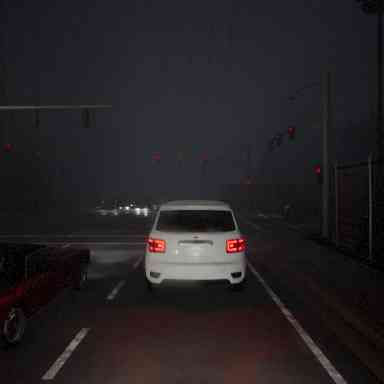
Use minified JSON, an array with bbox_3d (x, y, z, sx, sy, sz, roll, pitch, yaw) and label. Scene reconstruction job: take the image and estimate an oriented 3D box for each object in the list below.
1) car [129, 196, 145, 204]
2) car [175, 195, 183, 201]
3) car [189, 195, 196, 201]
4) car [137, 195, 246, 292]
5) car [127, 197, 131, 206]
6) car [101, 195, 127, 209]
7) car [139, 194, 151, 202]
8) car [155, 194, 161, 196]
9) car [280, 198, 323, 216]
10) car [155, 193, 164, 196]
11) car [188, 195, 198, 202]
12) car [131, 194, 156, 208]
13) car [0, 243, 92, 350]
[{"bbox_3d":[-10.424,1.491,63.140,2.128,1.511,4.902,0,0,1],"label":"car"},{"bbox_3d":[-3.327,1.540,86.037,2.033,1.411,5.357,0,0,0],"label":"car"},{"bbox_3d":[0.173,1.524,86.152,1.812,1.442,4.674,0,0,0],"label":"car"},{"bbox_3d":[0.090,1.221,9.097,2.150,2.045,5.566,0,0,0],"label":"car"},{"bbox_3d":[-10.483,1.492,53.615,2.128,1.511,4.902,0,0,0],"label":"car"},{"bbox_3d":[-10.506,1.351,44.217,2.097,1.767,4.553,0,0,0],"label":"car"},{"bbox_3d":[-10.353,1.354,73.188,2.097,1.767,4.553,0,0,0],"label":"car"},{"bbox_3d":[-6.959,1.525,58.196,1.812,1.442,4.674,0,0,0],"label":"car"},{"bbox_3d":[11.016,1.407,32.677,4.553,1.767,2.097,0,0,0],"label":"car"},{"bbox_3d":[-6.862,1.221,68.956,2.150,2.045,5.566,0,0,0],"label":"car"},{"bbox_3d":[0.157,1.523,75.750,2.128,1.511,4.902,0,0,0],"label":"car"},{"bbox_3d":[-6.990,1.492,48.683,2.128,1.511,4.902,0,0,0],"label":"car"},{"bbox_3d":[-3.430,1.601,6.173,1.895,1.301,4.718,0,0,1],"label":"car"}]
